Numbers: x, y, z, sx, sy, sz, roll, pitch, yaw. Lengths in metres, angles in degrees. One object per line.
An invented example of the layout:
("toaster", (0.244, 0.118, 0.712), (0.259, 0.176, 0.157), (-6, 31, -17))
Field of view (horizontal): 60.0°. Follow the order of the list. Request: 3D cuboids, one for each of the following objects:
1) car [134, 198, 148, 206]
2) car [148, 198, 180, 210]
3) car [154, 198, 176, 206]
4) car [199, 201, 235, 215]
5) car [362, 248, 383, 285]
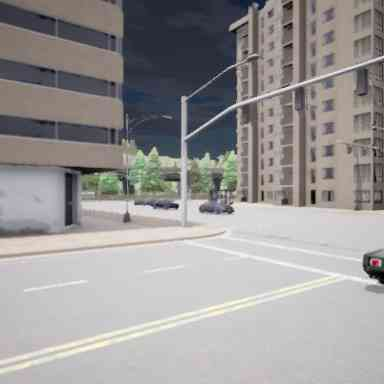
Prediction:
("car", (-7.984, 1.618, 55.511), (1.994, 1.385, 4.181), (0, 0, -39))
("car", (-3.477, 1.647, 43.282), (1.895, 1.301, 4.718), (0, 0, -36))
("car", (-4.772, 1.663, 57.581), (1.895, 1.301, 4.718), (0, 0, -32))
("car", (2.544, 1.611, 34.987), (1.994, 1.385, 4.181), (0, 0, -36))
("car", (6.318, 1.621, 8.259), (4.718, 1.301, 1.895), (0, 0, -35))
